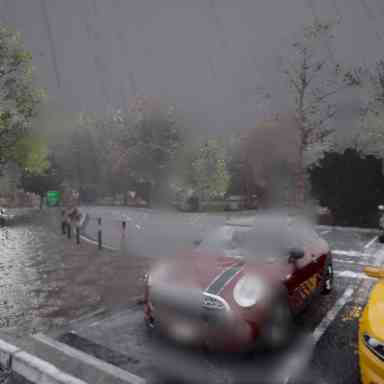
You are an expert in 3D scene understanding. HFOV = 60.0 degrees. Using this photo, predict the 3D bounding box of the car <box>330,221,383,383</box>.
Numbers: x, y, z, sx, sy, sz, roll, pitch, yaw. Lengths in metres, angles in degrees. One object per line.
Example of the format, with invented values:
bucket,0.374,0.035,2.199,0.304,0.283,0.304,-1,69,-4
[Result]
car,3.637,1.442,4.615,2.097,1.535,5.008,0,0,35

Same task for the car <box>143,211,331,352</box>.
car,1.166,1.304,6.377,2.185,1.767,4.553,0,0,35

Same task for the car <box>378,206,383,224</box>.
car,9.944,1.188,15.135,2.435,2.045,5.566,0,0,35
